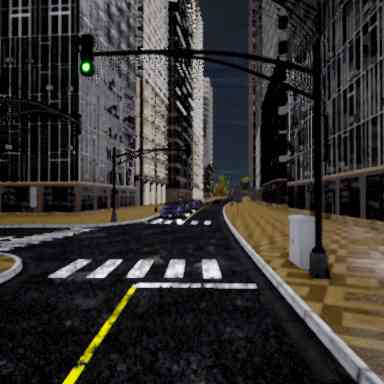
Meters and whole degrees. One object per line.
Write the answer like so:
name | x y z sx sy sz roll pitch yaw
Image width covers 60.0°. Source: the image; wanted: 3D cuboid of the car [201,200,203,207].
car | 0.886 1.972 60.787 2.128 1.511 4.902 0 0 7

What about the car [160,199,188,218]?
car | -1.870 1.628 32.807 2.097 1.767 4.553 0 0 4

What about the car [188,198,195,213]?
car | -1.177 1.697 41.715 2.097 1.767 4.553 0 0 5

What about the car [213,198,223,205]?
car | 5.644 2.099 73.061 2.033 1.411 5.357 0 0 9

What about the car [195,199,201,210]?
car | -0.330 1.761 50.480 2.097 1.767 4.553 0 0 6
